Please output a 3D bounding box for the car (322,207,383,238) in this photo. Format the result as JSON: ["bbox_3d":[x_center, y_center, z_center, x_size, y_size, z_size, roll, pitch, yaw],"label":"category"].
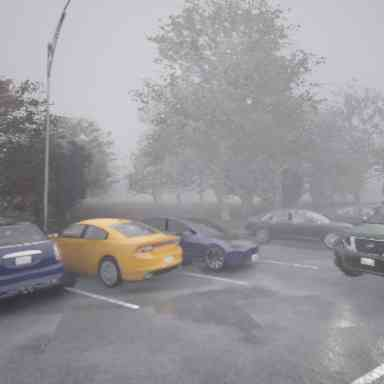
[{"bbox_3d":[9.644,1.565,17.778,4.674,1.452,2.002,-1,-1,36],"label":"car"}]

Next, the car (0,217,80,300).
[{"bbox_3d":[-4.993,1.358,7.606,4.553,1.767,2.185,-1,-1,35],"label":"car"}]

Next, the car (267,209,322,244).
[{"bbox_3d":[4.728,1.509,14.441,4.892,1.521,2.231,-1,-1,35],"label":"car"}]

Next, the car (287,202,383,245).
[{"bbox_3d":[7.206,1.390,16.086,4.553,1.767,2.185,-1,-1,36],"label":"car"}]

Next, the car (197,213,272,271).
[{"bbox_3d":[-0.130,1.523,11.031,4.792,1.488,2.163,-1,-1,35],"label":"car"}]

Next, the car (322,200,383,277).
[{"bbox_3d":[6.280,1.238,9.142,5.566,2.045,2.150,0,0,-35],"label":"car"}]

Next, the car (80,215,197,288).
[{"bbox_3d":[-2.586,1.489,9.338,5.008,1.535,2.097,-1,-1,35],"label":"car"}]

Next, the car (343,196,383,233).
[{"bbox_3d":[12.083,1.284,19.448,5.566,2.045,2.435,-1,-1,36],"label":"car"}]
